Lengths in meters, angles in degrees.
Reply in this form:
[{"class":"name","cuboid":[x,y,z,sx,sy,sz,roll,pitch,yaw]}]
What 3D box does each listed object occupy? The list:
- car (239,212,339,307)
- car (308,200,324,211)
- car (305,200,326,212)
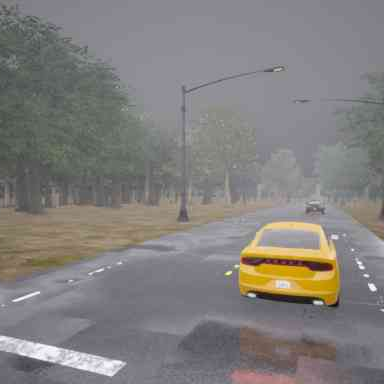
[{"class":"car","cuboid":[2.504,1.472,8.170,1.882,1.535,5.008,0,0,21]},{"class":"car","cuboid":[17.068,1.801,45.709,2.033,1.411,5.357,0,-1,21]},{"class":"car","cuboid":[13.523,1.622,36.440,1.812,1.442,4.674,0,-1,22]}]
